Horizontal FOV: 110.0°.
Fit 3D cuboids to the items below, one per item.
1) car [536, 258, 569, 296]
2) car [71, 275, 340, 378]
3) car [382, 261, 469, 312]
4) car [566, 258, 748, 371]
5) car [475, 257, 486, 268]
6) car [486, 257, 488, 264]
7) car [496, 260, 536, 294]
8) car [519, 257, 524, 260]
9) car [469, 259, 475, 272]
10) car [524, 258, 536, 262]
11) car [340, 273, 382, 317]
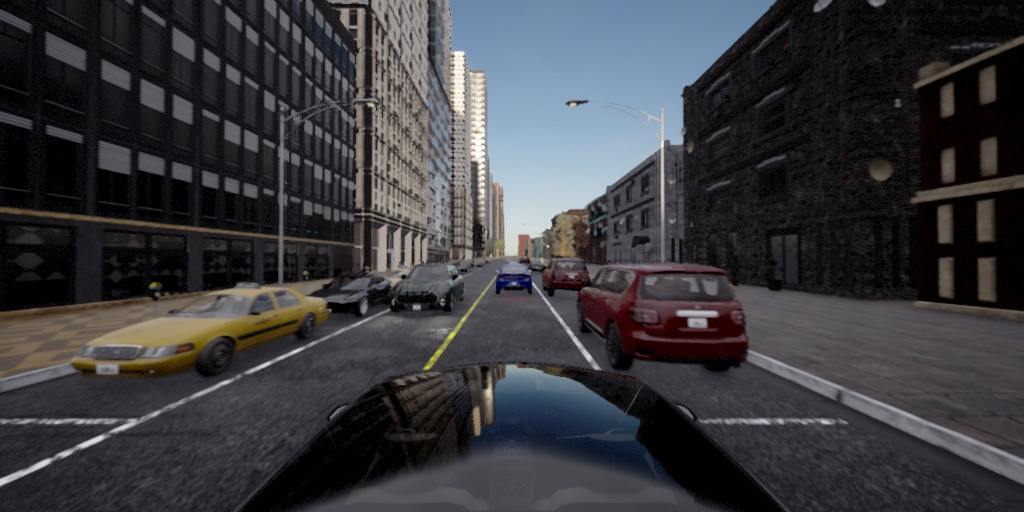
[{"bbox_3d":[2.693,1.031,18.713,2.192,1.841,5.009,0,0,0],"label":"car"},{"bbox_3d":[-5.689,1.265,7.448,1.751,1.417,4.829,0,0,0],"label":"car"},{"bbox_3d":[-3.098,1.079,13.925,2.097,1.767,4.553,0,0,0],"label":"car"},{"bbox_3d":[2.692,1.054,7.620,2.192,1.841,5.009,0,0,0],"label":"car"},{"bbox_3d":[-5.686,1.182,57.532,1.948,1.339,4.313,0,0,0],"label":"car"},{"bbox_3d":[-5.686,1.182,63.078,1.802,1.307,4.207,0,0,0],"label":"car"},{"bbox_3d":[0.101,1.191,20.180,1.882,1.535,5.008,0,0,0],"label":"car"},{"bbox_3d":[0.102,1.187,41.678,1.812,1.442,4.674,0,0,0],"label":"car"},{"bbox_3d":[-5.687,1.229,40.894,1.948,1.339,4.313,0,0,0],"label":"car"},{"bbox_3d":[2.694,1.229,40.896,1.948,1.339,4.313,0,0,0],"label":"car"},{"bbox_3d":[-5.689,1.294,13.166,1.948,1.339,4.313,0,0,0],"label":"car"}]
